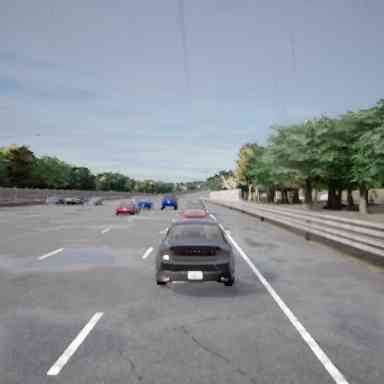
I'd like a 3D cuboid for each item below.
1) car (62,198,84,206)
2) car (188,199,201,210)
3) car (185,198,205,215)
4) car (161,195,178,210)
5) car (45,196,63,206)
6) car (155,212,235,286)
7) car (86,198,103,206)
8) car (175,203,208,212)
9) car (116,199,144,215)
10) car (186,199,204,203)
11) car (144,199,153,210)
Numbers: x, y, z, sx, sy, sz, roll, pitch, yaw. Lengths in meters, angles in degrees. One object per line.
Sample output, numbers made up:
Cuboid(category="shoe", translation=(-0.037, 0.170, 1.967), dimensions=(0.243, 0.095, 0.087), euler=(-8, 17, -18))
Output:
Cuboid(category="car", translation=(-20.966, 1.842, 59.716), dimensions=(1.895, 1.301, 4.718), euler=(0, -1, 0))
Cuboid(category="car", translation=(0.292, 1.804, 47.727), dimensions=(1.812, 1.442, 4.674), euler=(0, 0, -1))
Cuboid(category="car", translation=(0.341, 1.535, 36.715), dimensions=(2.097, 1.767, 4.553), euler=(0, -1, 0))
Cuboid(category="car", translation=(-3.208, 1.479, 48.076), dimensions=(2.150, 2.045, 5.566), euler=(0, -1, 0))
Cuboid(category="car", translation=(-24.441, 1.492, 59.685), dimensions=(2.097, 1.767, 4.553), euler=(2, -1, 0))
Cuboid(category="car", translation=(0.085, 1.511, 9.374), dimensions=(1.837, 1.490, 4.892), euler=(0, 0, 0))
Cuboid(category="car", translation=(-17.480, 1.793, 60.017), dimensions=(1.812, 1.442, 4.674), euler=(0, 0, 0))
Cuboid(category="car", translation=(0.177, 1.583, 19.774), dimensions=(1.812, 1.442, 4.674), euler=(0, 0, 1))
Cuboid(category="car", translation=(-6.660, 1.687, 34.957), dimensions=(1.994, 1.385, 4.181), euler=(0, 0, 0))
Cuboid(category="car", translation=(0.225, 1.613, 27.312), dimensions=(1.837, 1.490, 4.892), euler=(0, -1, 0))
Cuboid(category="car", translation=(-6.705, 1.708, 47.674), dimensions=(1.882, 1.535, 5.008), euler=(0, 0, 0))
